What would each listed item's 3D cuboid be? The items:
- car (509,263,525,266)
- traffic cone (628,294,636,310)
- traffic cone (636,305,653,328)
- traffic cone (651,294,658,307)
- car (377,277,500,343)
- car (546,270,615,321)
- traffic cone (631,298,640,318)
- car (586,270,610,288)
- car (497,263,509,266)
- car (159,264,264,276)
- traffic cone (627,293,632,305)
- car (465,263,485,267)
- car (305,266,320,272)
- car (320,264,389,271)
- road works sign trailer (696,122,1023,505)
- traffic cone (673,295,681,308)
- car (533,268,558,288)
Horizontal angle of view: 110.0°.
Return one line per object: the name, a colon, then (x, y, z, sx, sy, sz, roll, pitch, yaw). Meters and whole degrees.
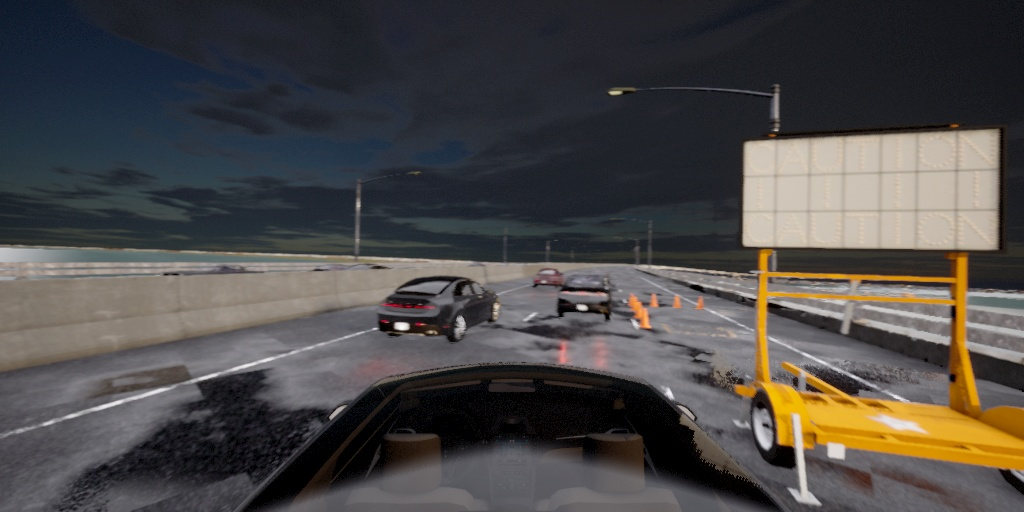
car: (1.512, 2.029, 62.446, 1.812, 1.442, 4.674, 1, -1, 16)
traffic cone: (5.183, 2.008, 15.167, 0.340, 0.580, 0.340, 0, 0, 15)
traffic cone: (4.167, 1.934, 11.299, 0.340, 0.580, 0.340, 0, 0, 15)
traffic cone: (6.658, 2.068, 16.846, 0.340, 0.580, 0.340, 0, 0, 15)
car: (-1.741, 1.305, 10.012, 1.837, 1.490, 4.892, 1, -1, 15)
car: (2.841, 1.461, 13.671, 2.128, 1.511, 4.902, 1, -1, 15)
traffic cone: (4.675, 1.971, 13.232, 0.340, 0.580, 0.340, 0, 0, 15)
car: (7.529, 1.907, 31.201, 1.895, 1.301, 4.718, 1, -1, 15)
car: (-1.620, 1.964, 64.197, 1.812, 1.442, 4.674, 1, -1, 16)
car: (-17.213, 1.103, 20.753, 1.895, 1.301, 4.718, 1, -1, 15)
traffic cone: (5.691, 2.045, 17.100, 0.340, 0.580, 0.340, 0, 0, 15)
car: (-6.192, 1.824, 60.903, 2.033, 1.411, 5.357, 1, -1, 16)
car: (-12.500, 1.245, 24.849, 1.994, 1.385, 4.181, 1, -1, 15)
car: (-9.417, 1.246, 22.826, 1.837, 1.490, 4.892, 1, -1, 15)
road works sign trailer: (3.828, 0.349, 4.150, 2.380, 3.560, 2.880, 0, 0, 15)
traffic cone: (7.624, 2.092, 16.592, 0.340, 0.580, 0.340, 0, 0, 15)
car: (2.820, 1.655, 27.175, 1.812, 1.442, 4.674, 1, -1, 15)
